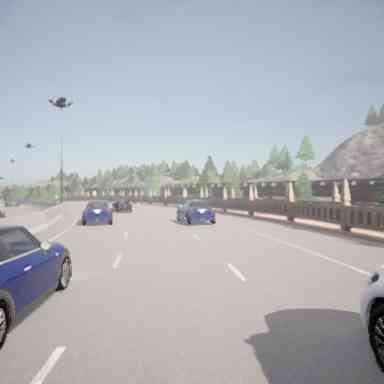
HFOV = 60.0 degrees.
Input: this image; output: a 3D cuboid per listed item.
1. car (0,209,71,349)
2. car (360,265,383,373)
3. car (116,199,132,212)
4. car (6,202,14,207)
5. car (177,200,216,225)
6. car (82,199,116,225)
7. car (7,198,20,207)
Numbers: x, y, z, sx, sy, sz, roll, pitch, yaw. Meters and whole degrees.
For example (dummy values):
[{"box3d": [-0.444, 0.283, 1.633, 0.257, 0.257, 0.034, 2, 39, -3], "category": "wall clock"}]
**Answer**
[{"box3d": [-3.837, 1.376, 6.156, 2.097, 1.767, 4.553, 0, 0, -4], "category": "car"}, {"box3d": [3.422, 1.208, 2.176, 2.150, 2.045, 5.566, 0, 0, -2], "category": "car"}, {"box3d": [-8.351, 1.571, 39.267, 2.128, 1.511, 4.902, 0, 0, -22], "category": "car"}, {"box3d": [-13.479, 1.650, 21.462, 2.033, 1.411, 5.357, 0, 0, -14], "category": "car"}, {"box3d": [0.201, 1.367, 24.788, 2.097, 1.767, 4.553, 0, 0, -13], "category": "car"}, {"box3d": [-7.101, 1.416, 25.095, 2.097, 1.767, 4.553, 0, 0, -15], "category": "car"}, {"box3d": [-31.066, 1.815, 57.655, 1.812, 1.442, 4.674, -1, 0, -33], "category": "car"}]
